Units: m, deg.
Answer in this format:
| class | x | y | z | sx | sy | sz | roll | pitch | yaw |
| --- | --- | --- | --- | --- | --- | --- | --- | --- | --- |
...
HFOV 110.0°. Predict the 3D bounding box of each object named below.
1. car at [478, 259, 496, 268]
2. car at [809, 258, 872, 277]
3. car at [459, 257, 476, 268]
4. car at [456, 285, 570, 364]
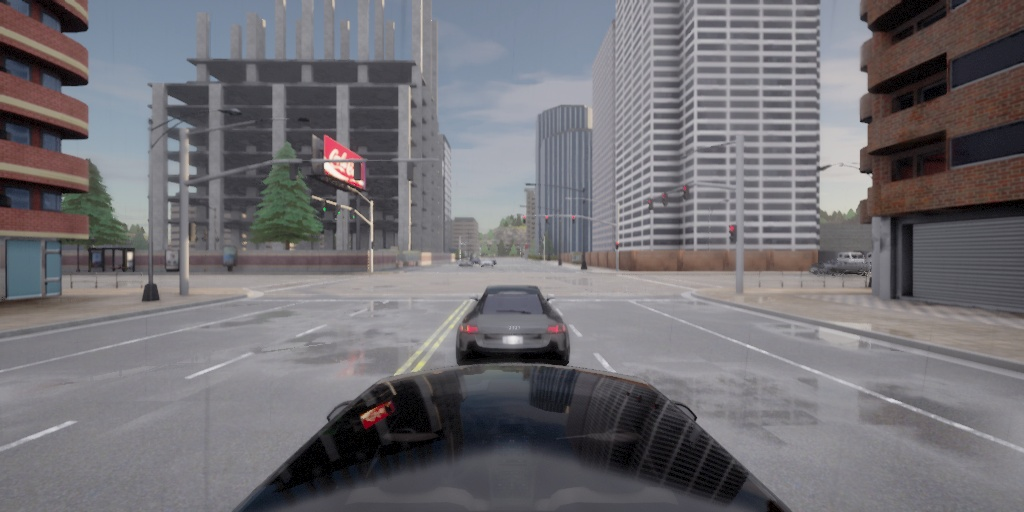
| class | x | y | z | sx | sy | sz | roll | pitch | yaw |
| --- | --- | --- | --- | --- | --- | --- | --- | --- | --- |
| car | -4.110 | 1.177 | 59.621 | 1.812 | 1.442 | 4.674 | 0 | 0 | 0 |
| car | 31.199 | 1.186 | 34.282 | 4.902 | 1.511 | 2.128 | 0 | 0 | -1 |
| car | -7.609 | 1.253 | 59.035 | 1.895 | 1.301 | 4.718 | 0 | 0 | 0 |
| car | 0.011 | 1.304 | 7.709 | 1.994 | 1.385 | 4.181 | 0 | 0 | 0 |
